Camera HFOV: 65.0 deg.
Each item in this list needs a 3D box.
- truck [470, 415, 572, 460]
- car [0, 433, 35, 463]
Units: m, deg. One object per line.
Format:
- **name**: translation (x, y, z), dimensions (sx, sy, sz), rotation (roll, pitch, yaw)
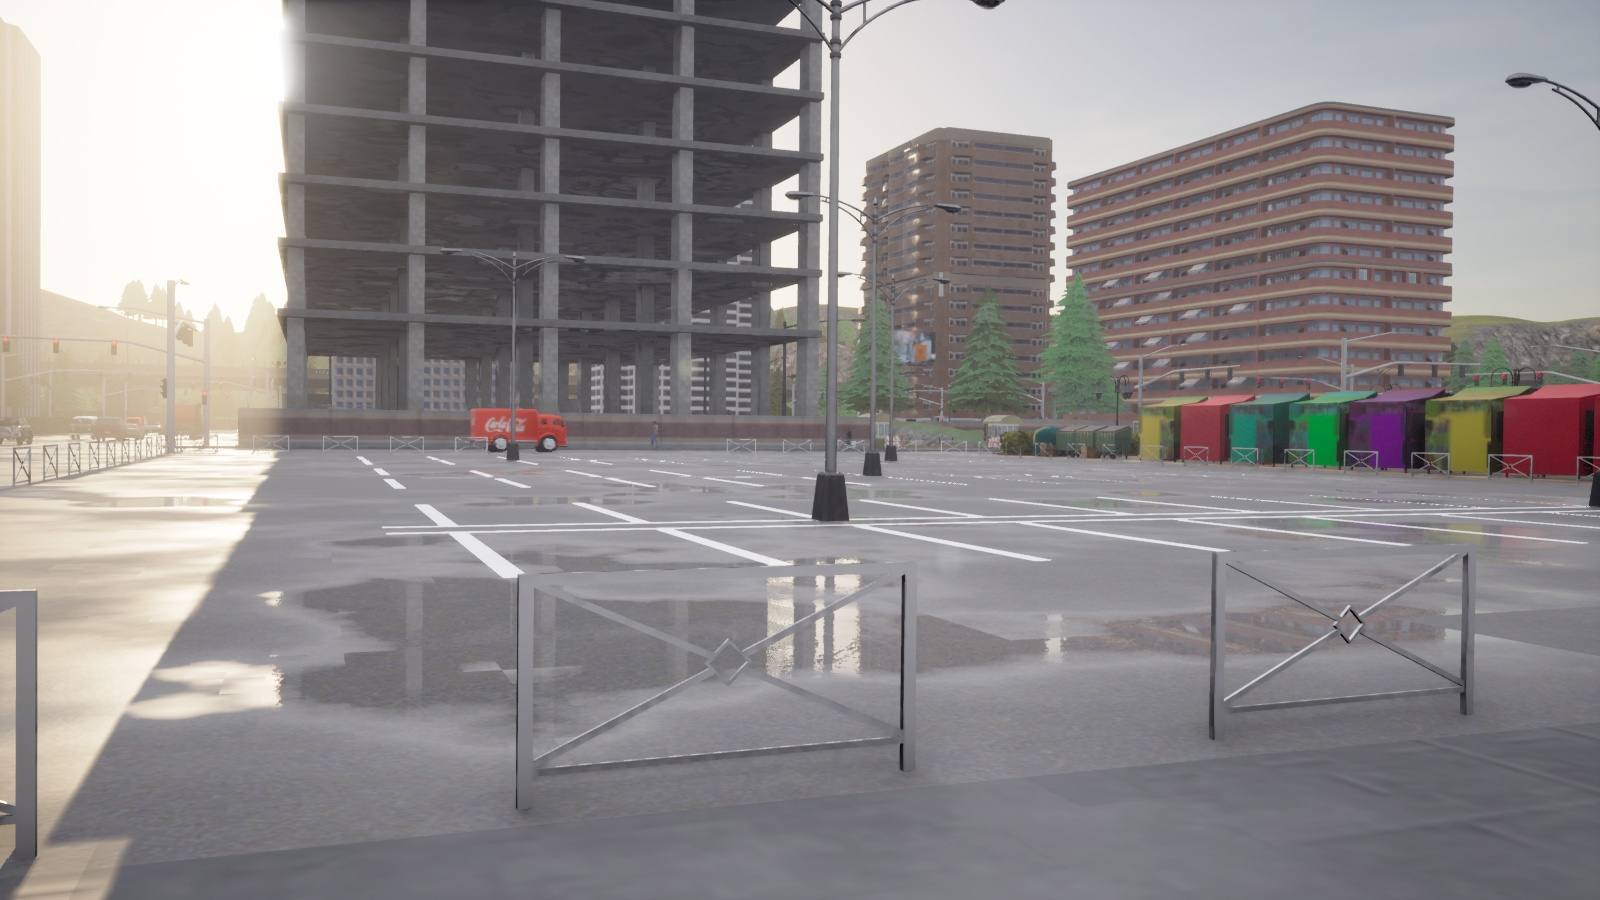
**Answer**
- **truck**: translation (-15.721, -0.724, 70.655), dimensions (5.204, 2.467, 2.627), rotation (-1, 1, -21)
- **car**: translation (-51.125, -0.156, 81.272), dimensions (1.932, 1.855, 4.605), rotation (-1, 1, -21)
